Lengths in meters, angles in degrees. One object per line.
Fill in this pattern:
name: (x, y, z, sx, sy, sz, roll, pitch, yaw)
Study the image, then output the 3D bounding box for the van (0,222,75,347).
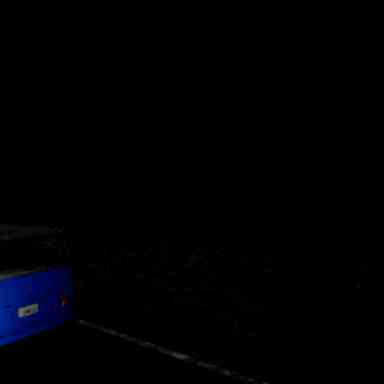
van: (-3.736, 1.397, 5.625, 3.998, 1.788, 1.690, -1, 0, 36)
